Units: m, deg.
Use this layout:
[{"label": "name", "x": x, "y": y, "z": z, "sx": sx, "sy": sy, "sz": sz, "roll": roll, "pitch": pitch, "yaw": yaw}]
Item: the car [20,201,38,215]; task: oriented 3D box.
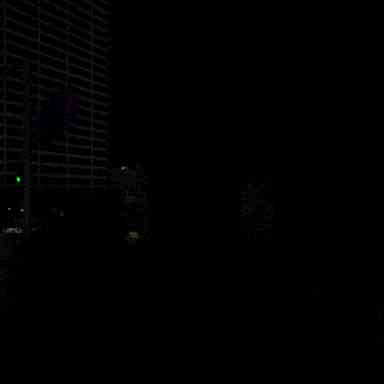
[{"label": "car", "x": -15.514, "y": 1.547, "z": 30.647, "sx": 2.033, "sy": 1.411, "sz": 5.357, "roll": 0, "pitch": 0, "yaw": 35}]

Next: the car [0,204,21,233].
[{"label": "car", "x": -12.060, "y": 1.547, "z": 16.990, "sx": 2.033, "sy": 1.411, "sz": 5.357, "roll": 0, "pitch": 0, "yaw": 35}]

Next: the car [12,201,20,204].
[{"label": "car", "x": -13.996, "y": 1.221, "z": 20.317, "sx": 2.150, "sy": 2.045, "sz": 5.566, "roll": 0, "pitch": 0, "yaw": 35}]

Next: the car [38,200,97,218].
[{"label": "car", "x": -11.142, "y": 1.478, "z": 30.767, "sx": 1.882, "sy": 1.535, "sz": 5.008, "roll": 0, "pitch": 0, "yaw": 35}]
